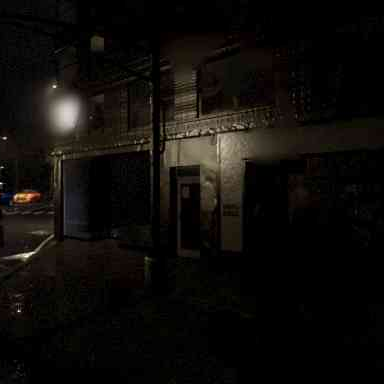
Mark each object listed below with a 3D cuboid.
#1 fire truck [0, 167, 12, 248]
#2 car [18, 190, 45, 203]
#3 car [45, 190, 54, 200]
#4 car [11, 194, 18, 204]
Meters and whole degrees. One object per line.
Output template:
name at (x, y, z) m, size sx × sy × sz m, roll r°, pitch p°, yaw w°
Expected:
fire truck at (-6.748, 0.324, 6.187) m, size 2.891 × 3.827 × 8.468 m, roll -1°, pitch 2°, yaw -7°
car at (-21.339, 0.506, 43.235) m, size 2.097 × 1.767 × 4.553 m, roll 0°, pitch 1°, yaw -7°
car at (-22.579, 0.473, 53.130) m, size 1.882 × 1.535 × 5.008 m, roll 0°, pitch 1°, yaw -7°
car at (-20.176, 0.795, 34.093) m, size 1.882 × 1.535 × 5.008 m, roll 0°, pitch 1°, yaw -7°
